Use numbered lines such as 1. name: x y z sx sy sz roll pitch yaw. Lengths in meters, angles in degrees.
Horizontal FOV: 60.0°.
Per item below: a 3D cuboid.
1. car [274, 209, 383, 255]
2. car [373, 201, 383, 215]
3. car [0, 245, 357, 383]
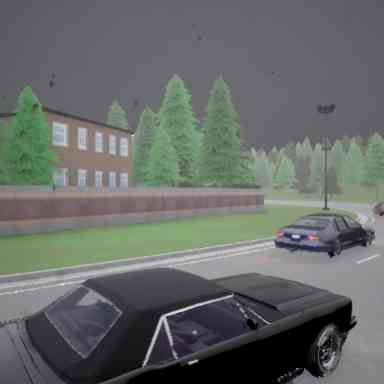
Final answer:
1. car: 5.292 1.545 12.897 5.357 1.411 2.033 0 0 -44
2. car: 18.438 1.555 31.415 1.994 1.385 4.181 0 0 20
3. car: -0.112 1.600 3.813 4.718 1.301 1.895 0 0 -37
